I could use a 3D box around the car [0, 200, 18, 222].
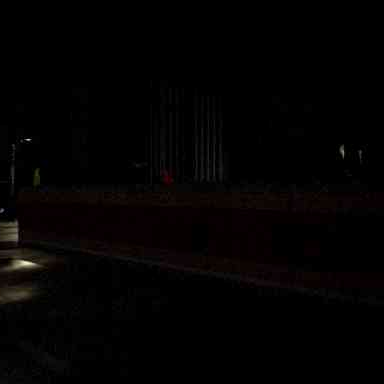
[{"bbox_3d":[-13.769,1.405,26.883,2.097,1.767,4.553,0,0,37],"label":"car"}]
